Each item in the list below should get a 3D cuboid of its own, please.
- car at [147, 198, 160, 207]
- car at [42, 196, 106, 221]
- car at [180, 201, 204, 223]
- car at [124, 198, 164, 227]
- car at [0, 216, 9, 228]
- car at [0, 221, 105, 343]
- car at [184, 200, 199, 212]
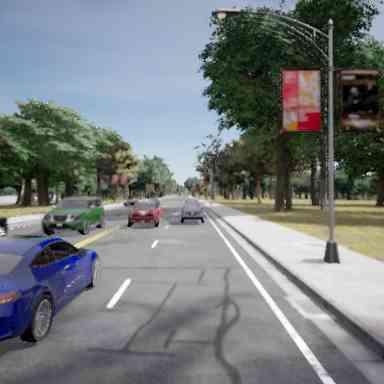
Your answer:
[{"bbox_3d":[-6.874,1.803,60.316,1.837,1.490,4.892,0,0,0],"label":"car"},{"bbox_3d":[-6.634,1.293,19.378,2.150,2.045,5.566,0,0,0],"label":"car"},{"bbox_3d":[0.034,1.652,26.924,2.033,1.411,5.357,0,0,0],"label":"car"},{"bbox_3d":[-3.201,1.443,23.830,2.097,1.767,4.553,0,0,0],"label":"car"},{"bbox_3d":[-9.868,1.528,14.190,1.882,1.535,5.008,0,0,0],"label":"car"},{"bbox_3d":[-3.153,1.546,6.346,1.812,1.442,4.674,0,0,0],"label":"car"},{"bbox_3d":[-0.073,1.788,42.934,1.895,1.301,4.718,0,0,0],"label":"car"}]
